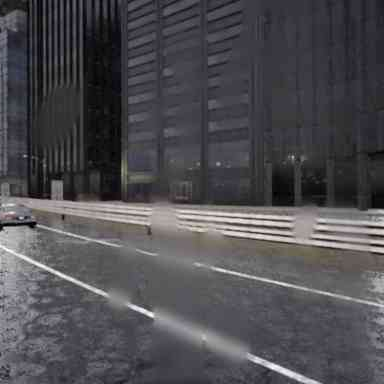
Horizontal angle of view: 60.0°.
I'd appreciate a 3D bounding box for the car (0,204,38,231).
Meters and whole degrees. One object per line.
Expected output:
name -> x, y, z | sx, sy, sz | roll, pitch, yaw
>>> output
car -> -10.857, 1.441, 19.934 | 2.033, 1.411, 5.357 | 0, 0, -40
